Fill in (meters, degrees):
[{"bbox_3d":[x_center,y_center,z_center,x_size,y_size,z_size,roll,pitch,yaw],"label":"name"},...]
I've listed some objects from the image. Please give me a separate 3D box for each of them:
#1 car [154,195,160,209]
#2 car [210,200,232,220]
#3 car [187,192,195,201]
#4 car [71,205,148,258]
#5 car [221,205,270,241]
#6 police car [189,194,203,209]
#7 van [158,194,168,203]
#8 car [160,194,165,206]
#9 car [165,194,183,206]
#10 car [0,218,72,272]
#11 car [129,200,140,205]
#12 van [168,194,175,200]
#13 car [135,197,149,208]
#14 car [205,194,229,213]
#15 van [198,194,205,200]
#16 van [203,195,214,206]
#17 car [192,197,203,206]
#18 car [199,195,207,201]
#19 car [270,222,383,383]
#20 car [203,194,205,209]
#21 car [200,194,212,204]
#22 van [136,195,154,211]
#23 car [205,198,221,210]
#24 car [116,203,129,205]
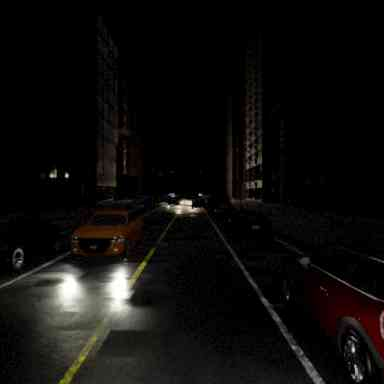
[{"bbox_3d":[-5.776,1.438,44.504,1.967,1.590,4.097,0,0,0],"label":"car"},{"bbox_3d":[2.754,1.577,27.691,1.802,1.307,4.206,0,0,0],"label":"car"},{"bbox_3d":[-0.025,1.089,78.988,2.150,2.045,5.566,0,0,0],"label":"car"},{"bbox_3d":[-3.105,1.473,12.994,1.882,1.535,5.008,0,0,0],"label":"car"},{"bbox_3d":[2.758,1.561,16.473,1.947,1.339,4.313,0,0,0],"label":"car"},{"bbox_3d":[0.885,1.424,45.189,1.930,1.638,5.238,0,0,0],"label":"police car"},{"bbox_3d":[-5.784,1.346,66.942,1.690,1.788,3.998,0,0,0],"label":"van"},{"bbox_3d":[-5.778,1.314,50.113,2.192,1.841,5.009,0,0,0],"label":"car"},{"bbox_3d":[-3.070,1.479,56.404,1.882,1.535,5.008,0,0,1],"label":"car"},{"bbox_3d":[-5.765,1.562,10.847,1.947,1.339,4.313,0,0,0],"label":"car"},{"bbox_3d":[-5.771,1.577,27.676,1.802,1.307,4.206,0,0,0],"label":"car"},{"bbox_3d":[-5.793,1.358,94.989,1.690,1.788,3.998,0,0,0],"label":"van"},{"bbox_3d":[-5.773,1.521,33.115,1.752,1.417,4.829,0,0,0],"label":"car"},{"bbox_3d":[2.752,1.311,33.300,2.192,1.841,5.009,0,0,0],"label":"car"},{"bbox_3d":[2.733,1.358,95.000,1.690,1.788,3.998,0,0,0],"label":"van"},{"bbox_3d":[2.745,1.342,55.737,1.690,1.788,3.998,0,0,0],"label":"van"},{"bbox_3d":[0.882,1.527,55.079,1.812,1.442,4.674,0,0,0],"label":"car"},{"bbox_3d":[2.736,1.452,83.782,1.967,1.590,4.097,0,0,0],"label":"car"},{"bbox_3d":[2.762,1.438,5.255,1.967,1.590,4.097,0,0,0],"label":"car"},{"bbox_3d":[2.751,1.312,38.909,2.192,1.841,5.009,0,0,0],"label":"car"},{"bbox_3d":[2.742,1.319,66.955,2.192,1.841,5.009,0,0,0],"label":"car"},{"bbox_3d":[-5.775,1.338,38.894,1.690,1.788,3.998,0,0,0],"label":"van"},{"bbox_3d":[2.749,1.523,44.689,1.752,1.417,4.829,0,0,0],"label":"car"},{"bbox_3d":[-5.769,1.545,22.066,2.008,1.369,4.403,0,0,0],"label":"car"}]
